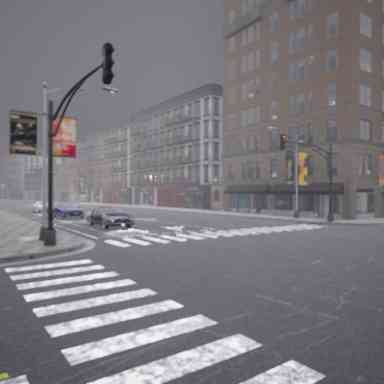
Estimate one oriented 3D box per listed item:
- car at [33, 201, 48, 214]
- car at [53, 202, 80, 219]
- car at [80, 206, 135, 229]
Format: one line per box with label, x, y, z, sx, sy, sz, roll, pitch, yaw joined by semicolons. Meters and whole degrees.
car;-17.982;1.806;40.492;1.812;1.442;4.674;0;0;-36
car;-11.970;1.717;32.145;1.882;1.535;5.008;0;0;-35
car;-5.940;1.745;23.586;2.033;1.411;5.357;0;0;-35
